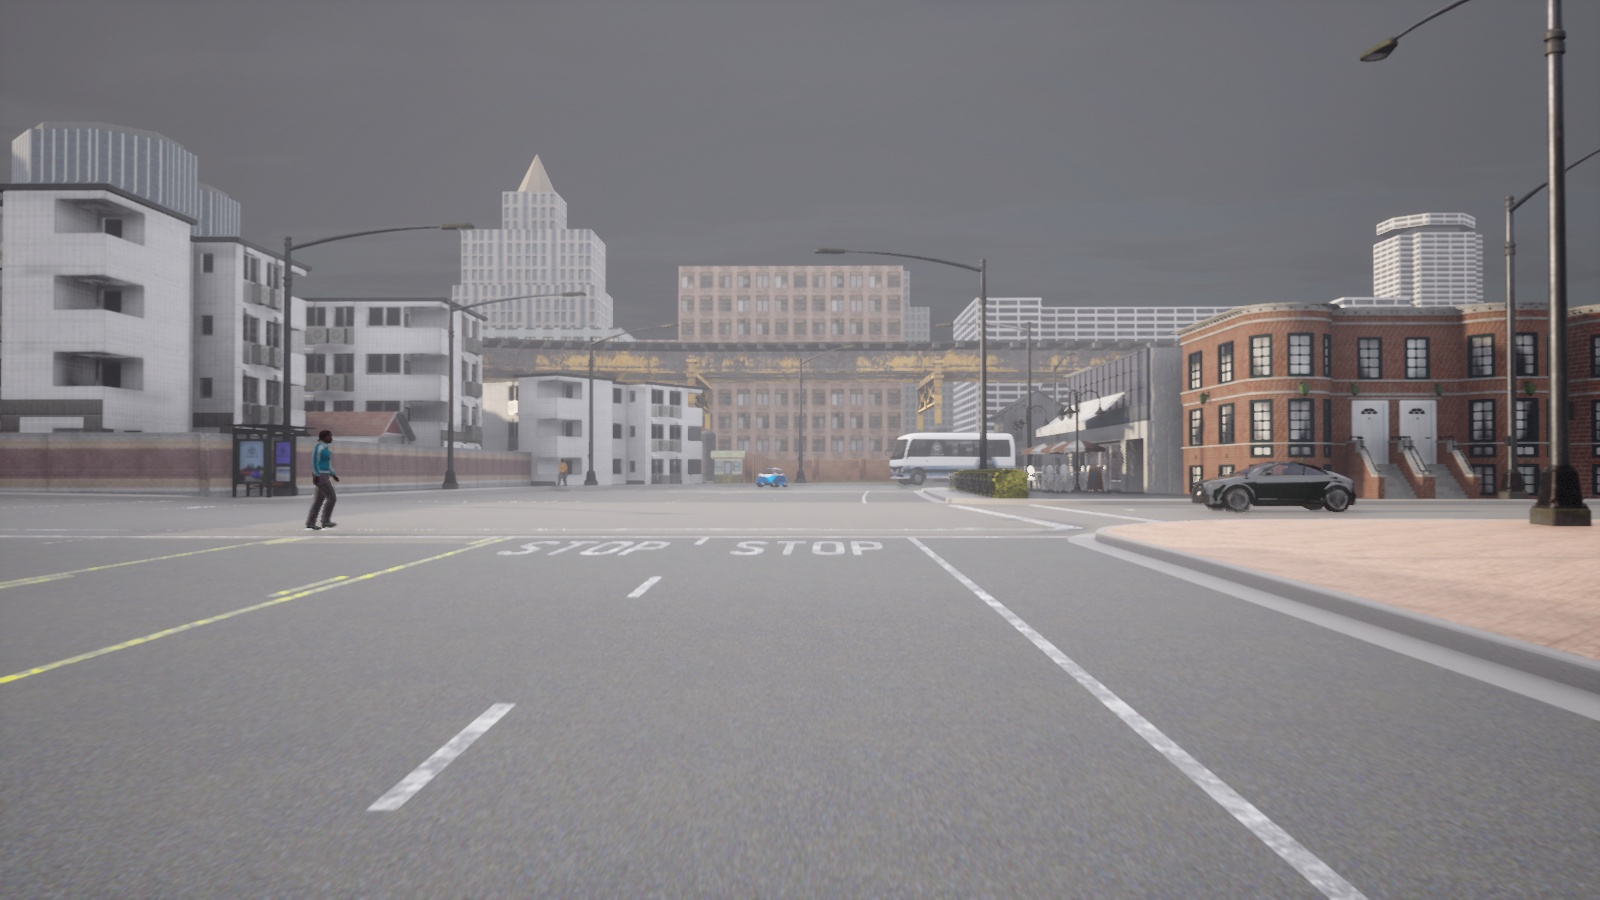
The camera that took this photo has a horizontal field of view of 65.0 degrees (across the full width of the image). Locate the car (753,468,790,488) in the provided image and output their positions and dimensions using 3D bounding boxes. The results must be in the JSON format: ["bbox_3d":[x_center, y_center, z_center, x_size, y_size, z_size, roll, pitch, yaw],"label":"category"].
[{"bbox_3d":[-1.964,1.921,87.253,1.481,1.376,2.207,-1,-2,38],"label":"car"}]

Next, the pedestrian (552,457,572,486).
[{"bbox_3d":[-15.188,1.385,80.159,0.874,1.855,0.900,-1,-1,30],"label":"pedestrian"}]

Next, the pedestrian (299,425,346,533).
[{"bbox_3d":[-8.640,0.521,22.752,0.692,1.930,0.396,0,-1,-3],"label":"pedestrian"}]

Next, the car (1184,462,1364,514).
[{"bbox_3d":[12.852,1.020,34.248,4.181,1.385,1.994,0,-1,1],"label":"car"}]
